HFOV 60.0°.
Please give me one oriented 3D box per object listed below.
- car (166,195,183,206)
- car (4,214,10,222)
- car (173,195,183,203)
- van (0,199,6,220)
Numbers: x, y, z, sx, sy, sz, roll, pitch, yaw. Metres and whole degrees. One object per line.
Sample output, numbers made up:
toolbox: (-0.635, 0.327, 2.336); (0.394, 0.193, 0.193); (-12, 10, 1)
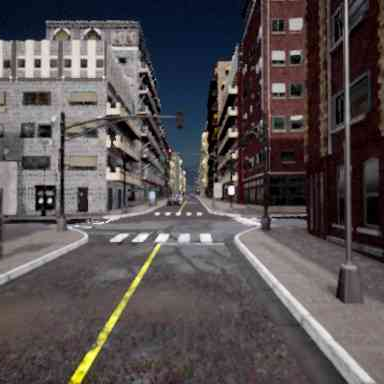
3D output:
car: (-2.818, 1.453, 50.606); (1.994, 1.385, 4.181); (0, 0, 0)
car: (-15.192, 1.380, 22.985); (4.553, 1.767, 2.097); (-1, -1, -1)
car: (-2.757, 1.409, 66.302); (1.812, 1.442, 4.674); (0, 0, 0)
van: (-18.369, 1.530, 28.384); (3.998, 1.788, 1.690); (-1, -1, -1)
